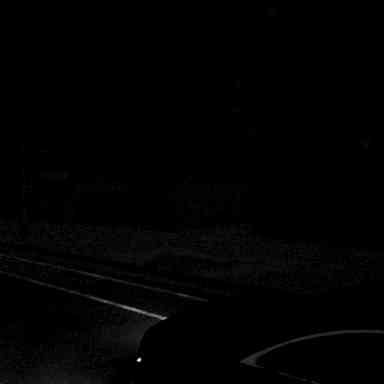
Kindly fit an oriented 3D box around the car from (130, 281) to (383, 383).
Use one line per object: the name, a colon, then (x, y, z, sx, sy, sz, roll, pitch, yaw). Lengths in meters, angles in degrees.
car: (1.653, 1.505, 2.507, 4.892, 1.490, 1.837, 0, 0, 36)
